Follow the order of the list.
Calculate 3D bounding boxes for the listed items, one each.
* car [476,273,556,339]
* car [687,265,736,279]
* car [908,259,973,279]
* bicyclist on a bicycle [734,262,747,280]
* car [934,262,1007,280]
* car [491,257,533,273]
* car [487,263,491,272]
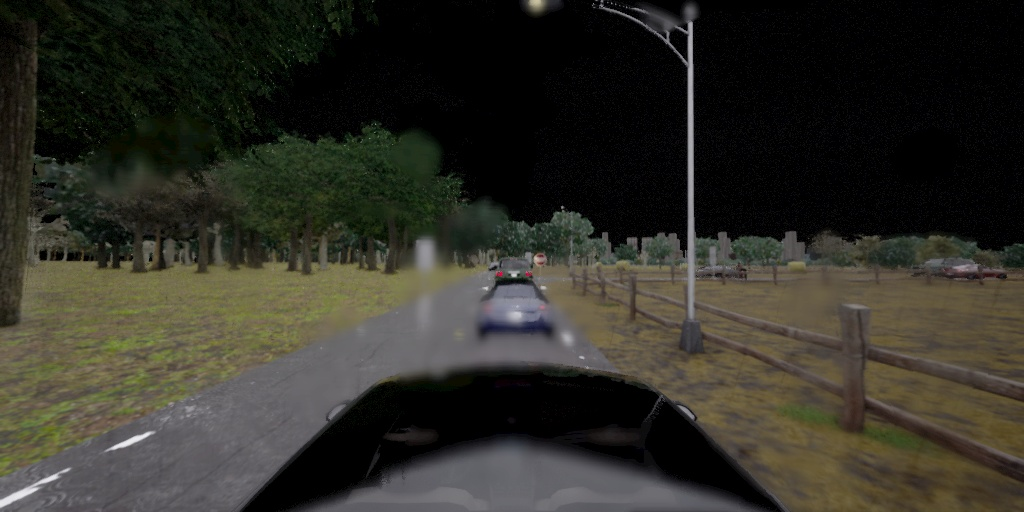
[{"bbox_3d":[0.101,1.370,10.331,1.994,1.385,4.181,0,0,0],"label":"car"},{"bbox_3d":[20.671,1.616,37.259,4.674,1.442,1.812,0,-2,0],"label":"car"},{"bbox_3d":[44.758,1.353,37.267,5.566,2.045,2.150,0,-2,0],"label":"car"},{"bbox_3d":[19.921,1.364,31.277,0.582,1.620,1.656,0,-1,0],"label":"bicyclist on a bicycle"},{"bbox_3d":[44.243,1.549,34.413,4.674,1.442,1.812,0,-2,0],"label":"car"},{"bbox_3d":[0.107,1.110,21.321,2.150,2.045,5.566,0,0,0],"label":"car"},{"bbox_3d":[-2.808,1.756,57.713,1.837,1.490,4.892,0,0,0],"label":"car"}]
